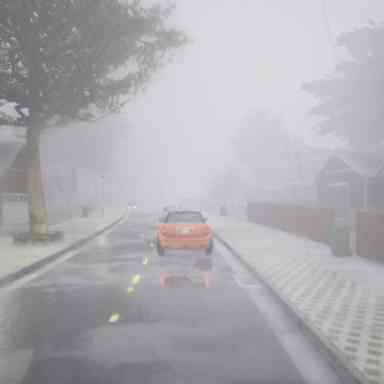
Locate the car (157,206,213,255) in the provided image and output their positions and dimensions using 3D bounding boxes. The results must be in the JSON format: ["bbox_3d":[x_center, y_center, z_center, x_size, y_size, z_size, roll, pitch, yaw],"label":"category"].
[{"bbox_3d":[-0.363,1.486,14.175,2.097,1.767,4.553,0,-1,-3],"label":"car"}]

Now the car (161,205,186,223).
[{"bbox_3d":[-1.699,1.882,29.236,1.895,1.301,4.718,0,-1,-7],"label":"car"}]

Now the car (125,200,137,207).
[{"bbox_3d":[-12.333,2.224,67.156,1.994,1.385,4.181,0,-1,-16],"label":"car"}]
